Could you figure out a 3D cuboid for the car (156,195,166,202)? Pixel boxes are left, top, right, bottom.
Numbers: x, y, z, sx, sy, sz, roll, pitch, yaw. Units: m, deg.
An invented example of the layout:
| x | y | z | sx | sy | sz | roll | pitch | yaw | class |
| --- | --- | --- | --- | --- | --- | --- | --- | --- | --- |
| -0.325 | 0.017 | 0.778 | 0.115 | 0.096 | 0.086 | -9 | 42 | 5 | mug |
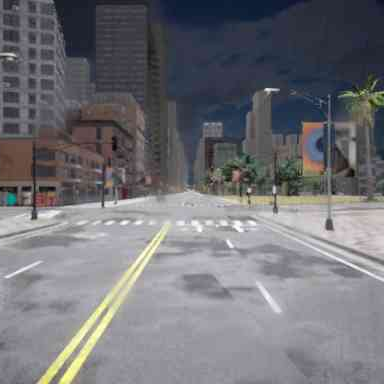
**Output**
| x | y | z | sx | sy | sz | roll | pitch | yaw | class |
| --- | --- | --- | --- | --- | --- | --- | --- | --- | --- |
| -6.572 | 1.450 | 71.276 | 2.033 | 1.411 | 5.357 | 0 | 0 | 0 | car |
